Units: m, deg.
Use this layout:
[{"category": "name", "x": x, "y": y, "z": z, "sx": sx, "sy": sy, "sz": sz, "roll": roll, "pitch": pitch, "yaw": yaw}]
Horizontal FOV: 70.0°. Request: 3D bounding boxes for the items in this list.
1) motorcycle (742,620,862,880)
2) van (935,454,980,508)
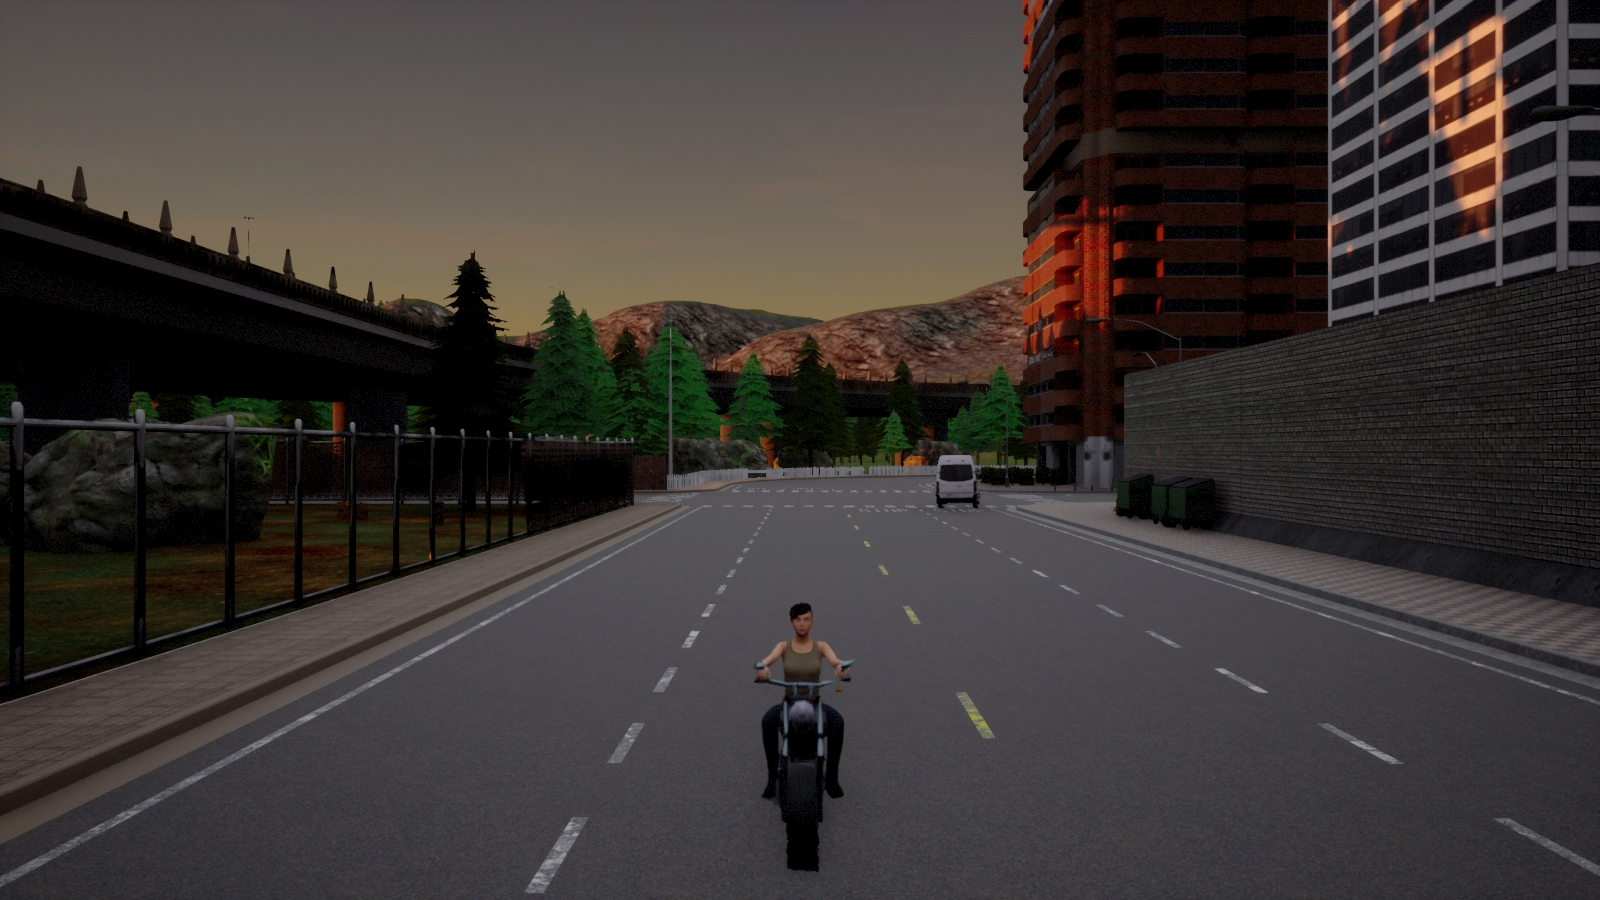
[{"category": "motorcycle", "x": 0.010, "y": 2.099, "z": 8.504, "sx": 0.764, "sy": 1.307, "sz": 2.356, "roll": 0, "pitch": 0, "yaw": 0}, {"category": "van", "x": 8.013, "y": 1.510, "z": 57.690, "sx": 1.988, "sy": 2.561, "sz": 5.915, "roll": -1, "pitch": -1, "yaw": 10}]
